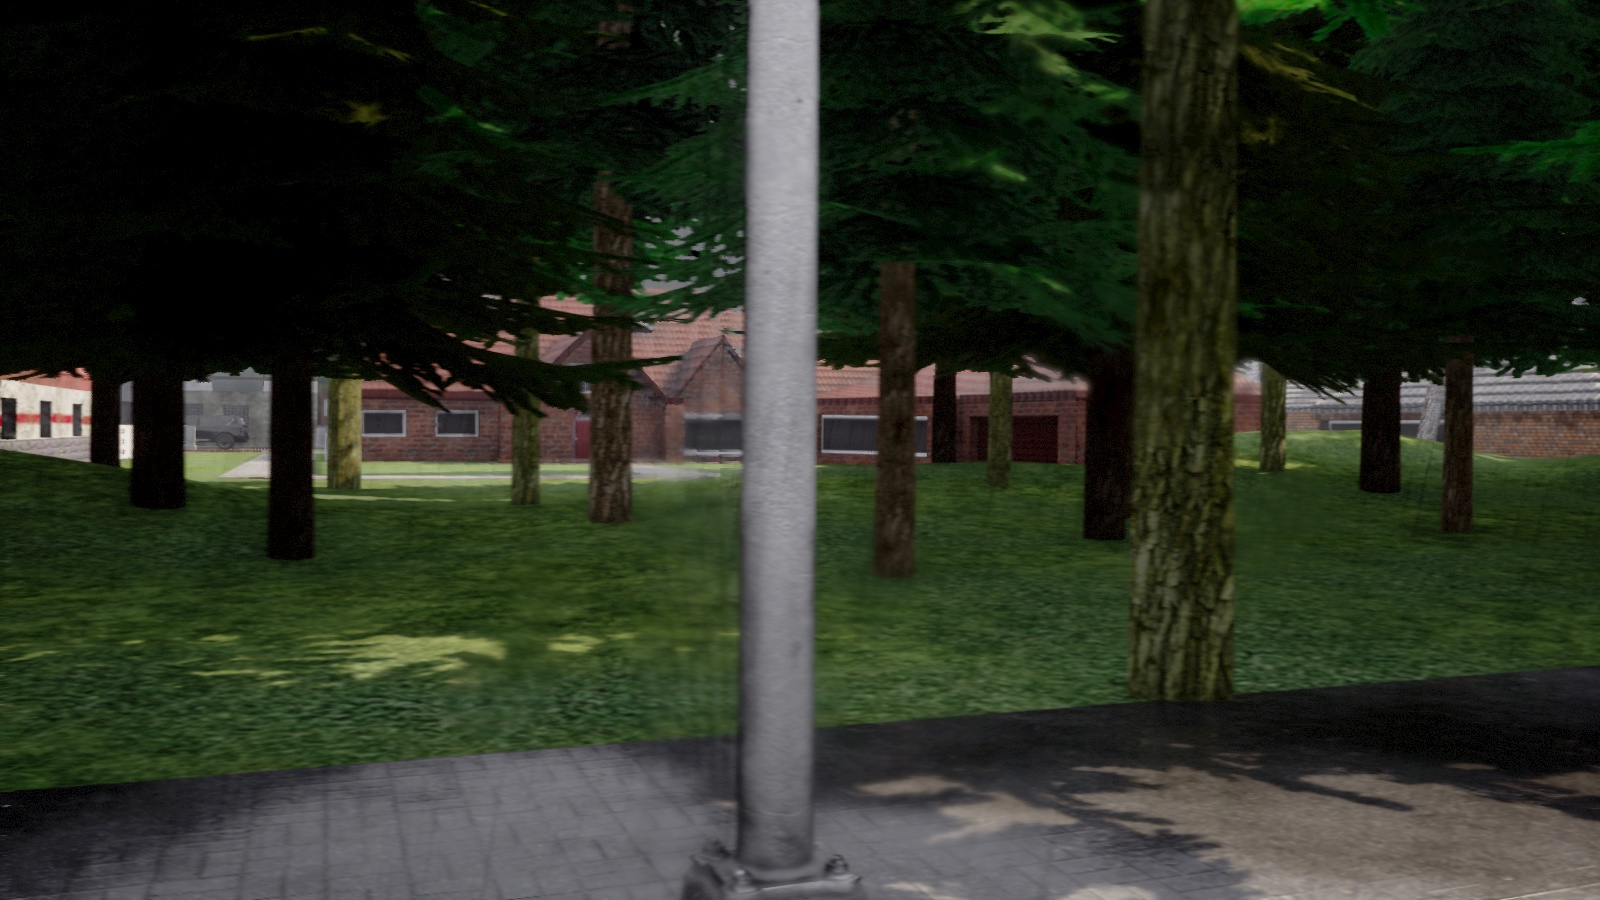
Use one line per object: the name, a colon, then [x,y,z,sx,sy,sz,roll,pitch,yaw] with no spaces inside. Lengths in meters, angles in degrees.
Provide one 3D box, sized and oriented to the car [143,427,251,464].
car: [-35.412,-0.303,73.937,5.566,2.045,2.150,-1,1,-20]
